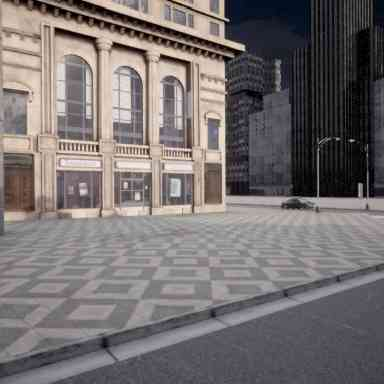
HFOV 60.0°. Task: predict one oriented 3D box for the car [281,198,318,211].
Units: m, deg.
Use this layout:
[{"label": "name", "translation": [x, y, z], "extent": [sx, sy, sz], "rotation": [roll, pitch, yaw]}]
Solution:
[{"label": "car", "translation": [12.462, 1.448, 38.584], "extent": [1.812, 1.442, 4.674], "rotation": [-1, 1, -34]}]
